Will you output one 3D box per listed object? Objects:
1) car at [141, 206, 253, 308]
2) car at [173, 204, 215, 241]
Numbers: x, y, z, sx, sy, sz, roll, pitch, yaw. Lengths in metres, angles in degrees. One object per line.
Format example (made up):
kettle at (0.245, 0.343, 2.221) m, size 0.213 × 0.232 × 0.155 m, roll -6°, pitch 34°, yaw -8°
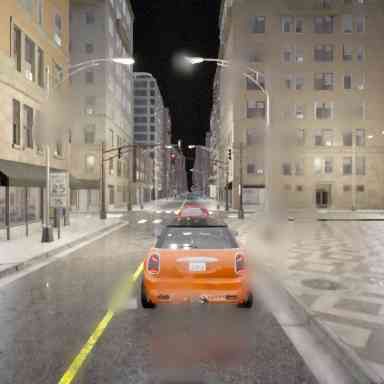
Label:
car at (0.089, 1.352, 8.056) m, size 2.097 × 1.767 × 4.553 m, roll 0°, pitch 0°, yaw 0°
car at (0.084, 1.477, 17.656) m, size 1.882 × 1.535 × 5.008 m, roll 0°, pitch 0°, yaw 0°
